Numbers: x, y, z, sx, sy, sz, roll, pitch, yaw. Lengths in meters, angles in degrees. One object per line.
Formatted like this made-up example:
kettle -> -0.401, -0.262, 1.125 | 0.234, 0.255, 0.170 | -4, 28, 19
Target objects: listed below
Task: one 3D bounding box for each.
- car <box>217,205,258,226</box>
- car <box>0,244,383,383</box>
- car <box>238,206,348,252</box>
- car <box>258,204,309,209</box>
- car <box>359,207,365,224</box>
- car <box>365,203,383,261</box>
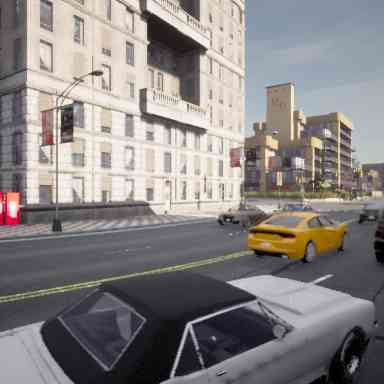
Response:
car -> 3.433, 1.557, 22.433 | 1.994, 1.385, 4.181 | 0, 0, 36
car -> 0.103, 1.598, 3.651 | 4.718, 1.301, 1.895 | 0, 0, -37
car -> 3.967, 1.471, 11.968 | 1.882, 1.535, 5.008 | 0, 0, 43
car -> 6.241, 1.485, 20.344 | 2.128, 1.511, 4.902 | 0, 0, 36
car -> 13.348, 1.515, 24.004 | 1.812, 1.442, 4.674 | 0, 0, 37
car -> 7.679, 1.217, 10.964 | 2.150, 2.045, 5.566 | 0, 0, 41
